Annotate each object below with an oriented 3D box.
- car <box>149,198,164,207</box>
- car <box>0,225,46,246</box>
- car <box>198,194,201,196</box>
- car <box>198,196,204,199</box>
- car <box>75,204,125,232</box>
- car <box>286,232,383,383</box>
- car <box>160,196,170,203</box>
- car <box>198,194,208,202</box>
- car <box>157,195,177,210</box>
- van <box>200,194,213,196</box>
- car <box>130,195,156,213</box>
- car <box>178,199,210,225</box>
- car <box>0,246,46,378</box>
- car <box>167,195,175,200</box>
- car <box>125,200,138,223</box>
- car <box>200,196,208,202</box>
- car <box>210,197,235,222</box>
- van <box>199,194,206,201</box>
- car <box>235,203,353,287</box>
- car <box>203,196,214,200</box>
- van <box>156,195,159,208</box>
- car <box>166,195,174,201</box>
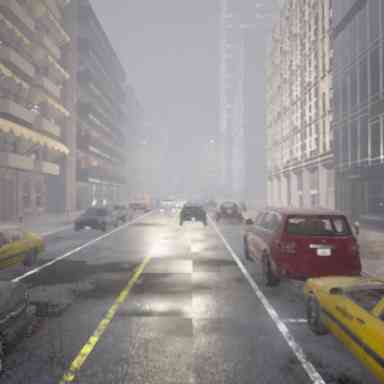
[{"bbox_3d":[-5.663,1.595,53.498,1.802,1.307,4.206,1,0,0],"label":"car"},{"bbox_3d":[-5.645,1.528,8.954,1.752,1.417,4.829,1,0,0],"label":"car"},{"bbox_3d":[2.678,1.598,70.244,1.802,1.307,4.206,1,0,0],"label":"car"},{"bbox_3d":[0.080,1.559,42.529,2.033,1.411,5.357,0,0,0],"label":"car"},{"bbox_3d":[-5.650,1.572,20.218,1.947,1.339,4.313,1,0,0],"label":"car"},{"bbox_3d":[2.704,1.527,3.842,1.752,1.417,4.829,1,0,0],"label":"car"},{"bbox_3d":[-5.669,1.598,70.138,1.802,1.307,4.206,1,0,0],"label":"car"},{"bbox_3d":[2.679,1.333,80.780,2.192,1.841,5.009,1,0,0],"label":"car"},{"bbox_3d":[-3.107,1.537,44.054,1.812,1.442,4.674,0,0,0],"label":"car"},{"bbox_3d":[2.689,1.355,53.602,1.690,1.788,3.998,1,0,0],"label":"van"},{"bbox_3d":[-5.651,1.325,36.857,2.192,1.841,5.009,1,0,0],"label":"car"},{"bbox_3d":[0.090,1.510,23.955,1.837,1.490,4.892,0,0,0],"label":"car"},{"bbox_3d":[-3.101,1.548,2.310,2.033,1.411,5.357,0,0,0],"label":"car"},{"bbox_3d":[-5.709,1.545,91.596,1.752,1.417,4.829,1,0,0],"label":"car"},{"bbox_3d":[-5.653,1.589,25.765,1.802,1.307,4.206,1,0,0],"label":"car"},{"bbox_3d":[2.675,1.599,75.272,1.802,1.307,4.206,1,0,0],"label":"car"},{"bbox_3d":[2.697,1.448,25.863,1.967,1.590,4.097,1,0,0],"label":"car"},{"bbox_3d":[2.676,1.361,86.288,1.690,1.788,3.998,1,0,0],"label":"van"},{"bbox_3d":[2.706,1.318,9.219,2.192,1.841,5.009,1,0,0],"label":"car"},{"bbox_3d":[2.686,1.595,48.054,1.802,1.307,4.206,1,0,0],"label":"car"},{"bbox_3d":[-5.656,1.353,47.951,1.690,1.788,3.998,1,0,0],"label":"van"},{"bbox_3d":[-5.707,1.544,86.083,1.752,1.417,4.829,1,0,0],"label":"car"}]
